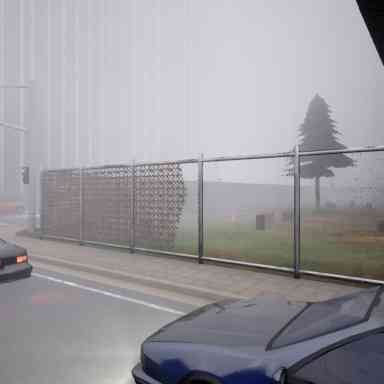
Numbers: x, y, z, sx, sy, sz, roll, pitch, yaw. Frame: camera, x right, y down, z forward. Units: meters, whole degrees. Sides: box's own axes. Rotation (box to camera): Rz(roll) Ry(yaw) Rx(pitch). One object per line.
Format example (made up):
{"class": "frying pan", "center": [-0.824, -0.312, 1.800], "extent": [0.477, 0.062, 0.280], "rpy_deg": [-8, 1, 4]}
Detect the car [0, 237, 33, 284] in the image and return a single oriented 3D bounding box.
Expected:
{"class": "car", "center": [-6.207, 1.547, 8.397], "extent": [5.357, 1.411, 2.033], "rpy_deg": [0, 0, 35]}

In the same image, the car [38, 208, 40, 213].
{"class": "car", "center": [-13.095, 1.508, 33.347], "extent": [1.994, 1.385, 4.181], "rpy_deg": [0, 0, 36]}

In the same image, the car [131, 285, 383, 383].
{"class": "car", "center": [1.998, 1.547, 2.566], "extent": [5.357, 1.411, 2.033], "rpy_deg": [0, 0, 35]}

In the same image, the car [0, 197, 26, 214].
{"class": "car", "center": [-18.508, 1.297, 31.802], "extent": [2.097, 1.767, 4.553], "rpy_deg": [0, 0, 36]}
